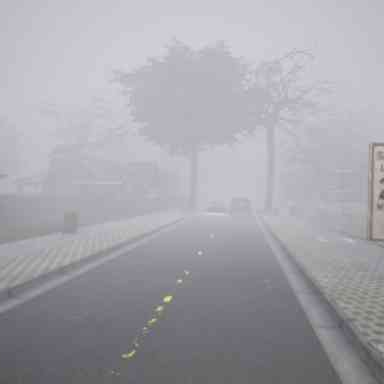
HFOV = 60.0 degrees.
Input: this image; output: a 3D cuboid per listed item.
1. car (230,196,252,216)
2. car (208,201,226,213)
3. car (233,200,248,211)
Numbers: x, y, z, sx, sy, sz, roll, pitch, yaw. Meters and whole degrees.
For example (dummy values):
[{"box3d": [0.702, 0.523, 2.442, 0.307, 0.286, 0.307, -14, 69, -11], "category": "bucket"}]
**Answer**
[{"box3d": [5.240, 1.464, 35.630, 2.150, 2.045, 5.566, 1, 0, 9], "category": "car"}, {"box3d": [3.132, 1.771, 40.487, 1.994, 1.385, 4.181, 1, 0, 9], "category": "car"}, {"box3d": [7.066, 1.885, 48.029, 1.994, 1.385, 4.181, 1, 0, 9], "category": "car"}]
